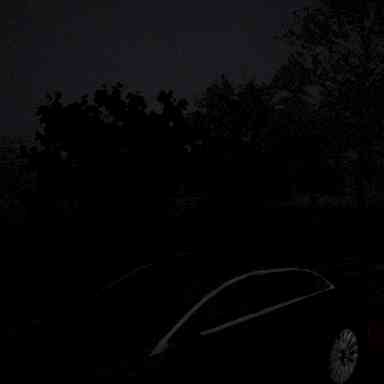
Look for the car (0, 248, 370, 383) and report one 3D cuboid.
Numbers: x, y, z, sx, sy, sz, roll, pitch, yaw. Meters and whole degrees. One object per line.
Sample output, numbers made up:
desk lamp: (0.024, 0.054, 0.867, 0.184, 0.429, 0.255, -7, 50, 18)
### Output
car: (0.088, 1.487, 3.748, 4.902, 1.511, 2.128, 0, 0, -36)
